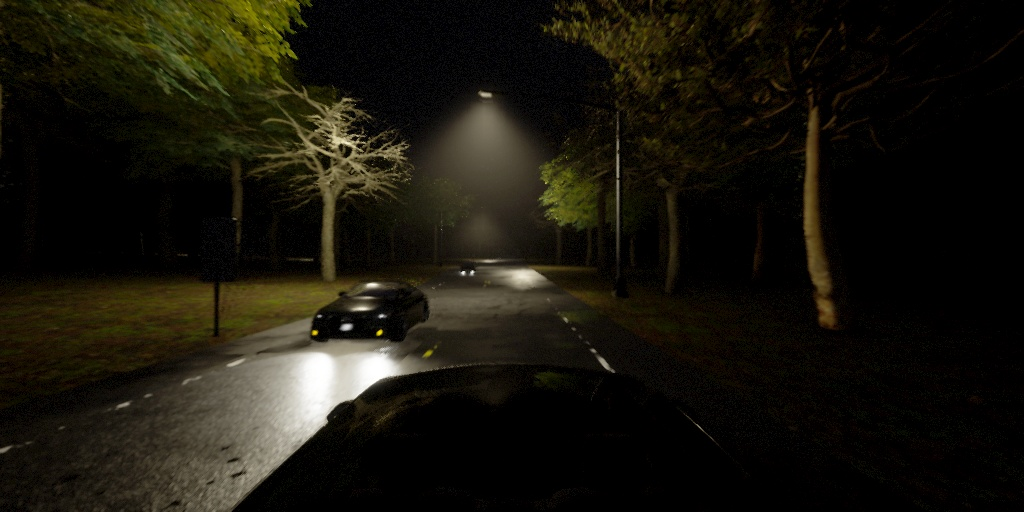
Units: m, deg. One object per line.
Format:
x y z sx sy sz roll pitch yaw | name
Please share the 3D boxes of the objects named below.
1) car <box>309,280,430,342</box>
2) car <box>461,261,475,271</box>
-3.611 1.377 9.823 1.994 1.385 4.181 0 0 0 | car
-6.378 1.444 52.444 1.994 1.385 4.181 0 0 -5 | car
